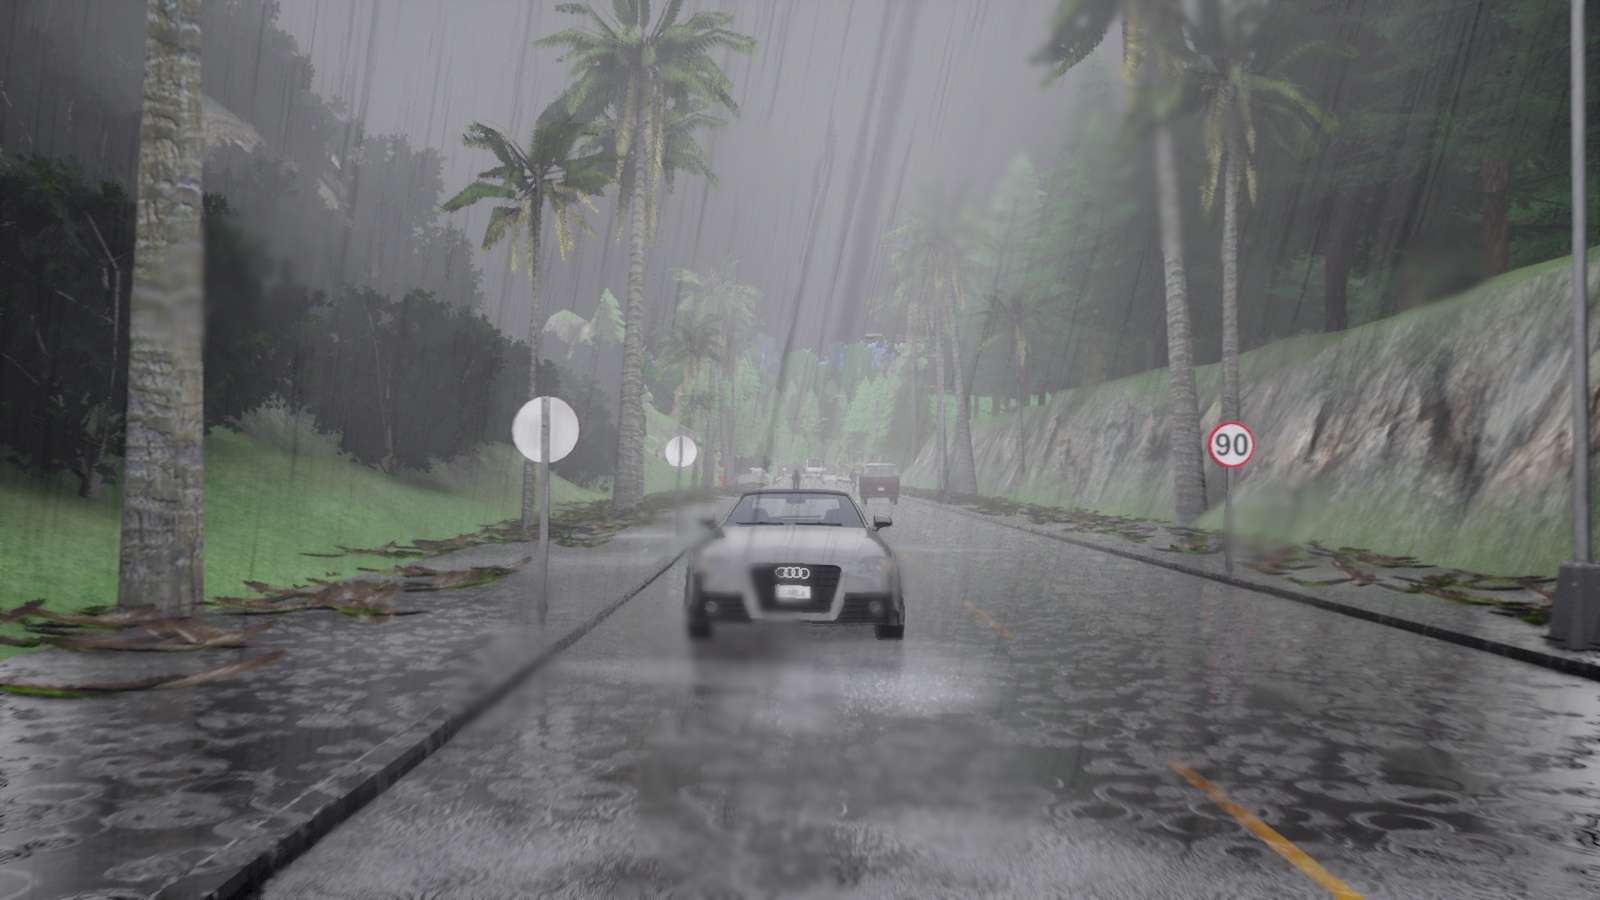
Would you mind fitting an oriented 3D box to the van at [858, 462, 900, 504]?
[{"bbox_3d":[3.832,1.584,61.611,1.775,1.987,4.442,0,-1,0],"label":"van"}]

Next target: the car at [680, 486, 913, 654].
[{"bbox_3d":[-0.036,1.095,12.912,1.994,1.385,4.181,0,-1,0],"label":"car"}]
